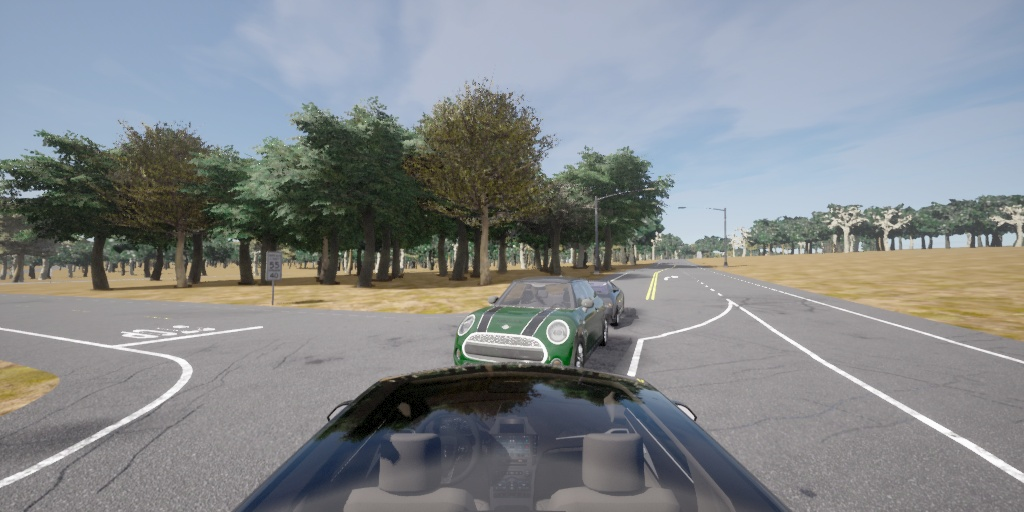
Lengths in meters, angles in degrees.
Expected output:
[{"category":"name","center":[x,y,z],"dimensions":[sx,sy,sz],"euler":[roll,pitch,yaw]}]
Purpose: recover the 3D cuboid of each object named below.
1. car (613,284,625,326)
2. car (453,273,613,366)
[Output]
[{"category":"car","center":[2.901,1.554,12.901],"dimensions":[1.994,1.385,4.181],"euler":[-2,0,22]},{"category":"car","center":[0.678,1.222,7.468],"dimensions":[2.097,1.767,4.553],"euler":[-1,-2,22]}]
